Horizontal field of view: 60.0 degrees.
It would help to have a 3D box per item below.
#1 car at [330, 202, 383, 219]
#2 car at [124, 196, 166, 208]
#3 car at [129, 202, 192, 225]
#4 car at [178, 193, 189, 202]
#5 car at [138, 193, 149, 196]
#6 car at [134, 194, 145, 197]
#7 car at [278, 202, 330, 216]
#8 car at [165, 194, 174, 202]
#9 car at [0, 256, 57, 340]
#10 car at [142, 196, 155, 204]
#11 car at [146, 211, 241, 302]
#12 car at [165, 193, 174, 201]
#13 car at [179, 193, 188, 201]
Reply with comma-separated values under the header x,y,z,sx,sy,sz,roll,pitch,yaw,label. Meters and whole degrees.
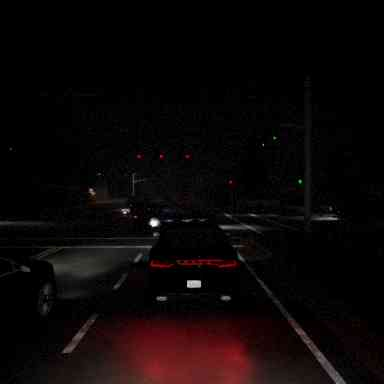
x,y,z,sx,sy,sz,roll,pitch,yaw,label
14.762,1.564,28.946,4.181,1.385,1.994,0,0,-2,car
-4.779,1.491,34.407,2.128,1.511,4.902,0,0,15,car
-1.044,1.547,21.130,5.357,1.411,2.033,0,0,-4,car
-1.900,1.225,74.229,2.150,2.045,5.566,0,0,-1,car
-8.545,1.221,57.087,2.150,2.045,5.566,0,0,-1,car
-8.307,1.477,47.102,1.882,1.535,5.008,0,0,-1,car
10.866,1.601,32.336,4.718,1.301,1.895,0,0,-2,car
-5.415,1.533,74.529,2.033,1.411,5.357,0,0,-1,car
-3.468,1.492,4.374,2.128,1.511,4.902,0,0,0,car
-8.753,1.564,67.157,1.994,1.385,4.181,0,0,-1,car
0.001,1.478,8.365,1.882,1.535,5.008,0,0,-1,car
-5.688,1.269,85.134,2.097,1.767,4.553,0,0,-1,car
-2.182,1.225,84.962,2.150,2.045,5.566,0,0,-1,car
